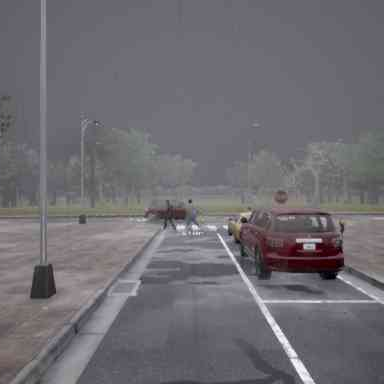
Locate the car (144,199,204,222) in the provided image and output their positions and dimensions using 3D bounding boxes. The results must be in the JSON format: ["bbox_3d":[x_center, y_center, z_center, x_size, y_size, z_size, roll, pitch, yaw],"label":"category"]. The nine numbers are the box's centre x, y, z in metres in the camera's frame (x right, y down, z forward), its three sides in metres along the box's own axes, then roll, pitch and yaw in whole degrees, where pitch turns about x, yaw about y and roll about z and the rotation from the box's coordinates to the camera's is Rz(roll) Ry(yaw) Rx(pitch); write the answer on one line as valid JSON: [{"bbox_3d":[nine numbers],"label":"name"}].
[{"bbox_3d":[-1.326,1.342,25.596,4.553,1.767,2.097,-1,0,0],"label":"car"}]

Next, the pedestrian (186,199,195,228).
[{"bbox_3d":[-0.025,1.293,20.068,0.375,1.860,0.375,0,0,0],"label":"pedestrian"}]

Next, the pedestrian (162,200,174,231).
[{"bbox_3d":[-1.345,1.293,18.871,0.375,1.860,0.375,0,0,0],"label":"pedestrian"}]

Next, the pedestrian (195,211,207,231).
[{"bbox_3d":[0.581,1.673,19.377,0.500,1.100,0.500,0,0,0],"label":"pedestrian"}]

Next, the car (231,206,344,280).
[{"bbox_3d":[2.650,1.314,9.886,2.192,1.841,5.009,0,0,0],"label":"car"}]

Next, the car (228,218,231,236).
[{"bbox_3d":[2.658,1.525,15.602,1.752,1.417,4.829,0,0,0],"label":"car"}]
